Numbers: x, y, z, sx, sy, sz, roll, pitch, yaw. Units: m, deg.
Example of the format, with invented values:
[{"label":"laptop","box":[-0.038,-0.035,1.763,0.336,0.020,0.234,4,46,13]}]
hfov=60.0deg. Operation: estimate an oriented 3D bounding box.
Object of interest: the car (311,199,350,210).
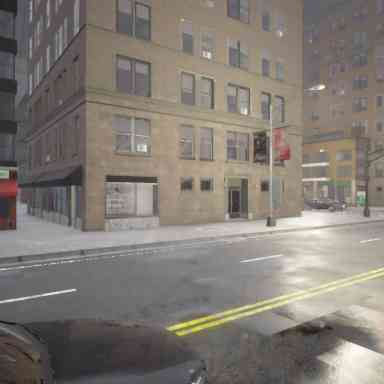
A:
[{"label":"car","box":[18.072,1.578,43.641,1.947,1.339,4.313,0,0,-35]}]

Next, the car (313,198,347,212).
[{"label":"car","box":[15.159,1.484,38.252,2.128,1.511,4.902,0,0,-35]}]

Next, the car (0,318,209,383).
[{"label":"car","box":[-1.972,1.526,2.035,4.674,1.442,1.812,0,0,-35]}]

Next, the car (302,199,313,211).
[{"label":"car","box":[11.517,1.422,39.014,1.967,1.590,4.097,0,0,-35]}]
